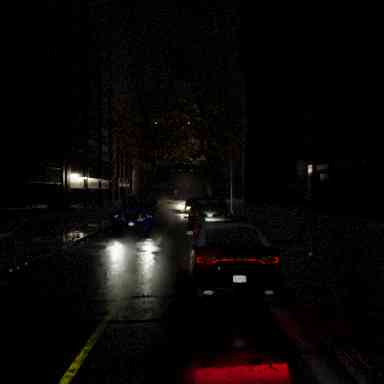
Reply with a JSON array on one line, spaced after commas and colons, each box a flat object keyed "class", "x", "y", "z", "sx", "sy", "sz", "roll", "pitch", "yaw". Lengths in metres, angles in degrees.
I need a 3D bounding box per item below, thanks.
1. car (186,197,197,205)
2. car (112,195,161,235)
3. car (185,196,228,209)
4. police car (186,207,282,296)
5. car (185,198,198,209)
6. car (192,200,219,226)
[{"class": "car", "x": -0.080, "y": 1.645, "z": 60.120, "sx": 1.895, "sy": 1.301, "sz": 4.718, "roll": 0, "pitch": 0, "yaw": 0}, {"class": "car", "x": -3.025, "y": 1.226, "z": 19.288, "sx": 2.150, "sy": 2.045, "sz": 5.566, "roll": 0, "pitch": 0, "yaw": 0}, {"class": "car", "x": 0.876, "y": 1.229, "z": 18.739, "sx": 2.150, "sy": 2.045, "sz": 5.566, "roll": 0, "pitch": 0, "yaw": 0}, {"class": "police car", "x": 0.890, "y": 1.426, "z": 8.819, "sx": 1.930, "sy": 1.638, "sz": 5.238, "roll": 0, "pitch": 0, "yaw": 0}, {"class": "car", "x": -0.049, "y": 1.551, "z": 46.053, "sx": 1.812, "sy": 1.442, "sz": 4.674, "roll": 0, "pitch": 0, "yaw": 0}, {"class": "car", "x": 0.868, "y": 1.464, "z": 24.899, "sx": 1.801, "sy": 1.575, "sz": 5.366, "roll": 0, "pitch": 0, "yaw": 0}]
